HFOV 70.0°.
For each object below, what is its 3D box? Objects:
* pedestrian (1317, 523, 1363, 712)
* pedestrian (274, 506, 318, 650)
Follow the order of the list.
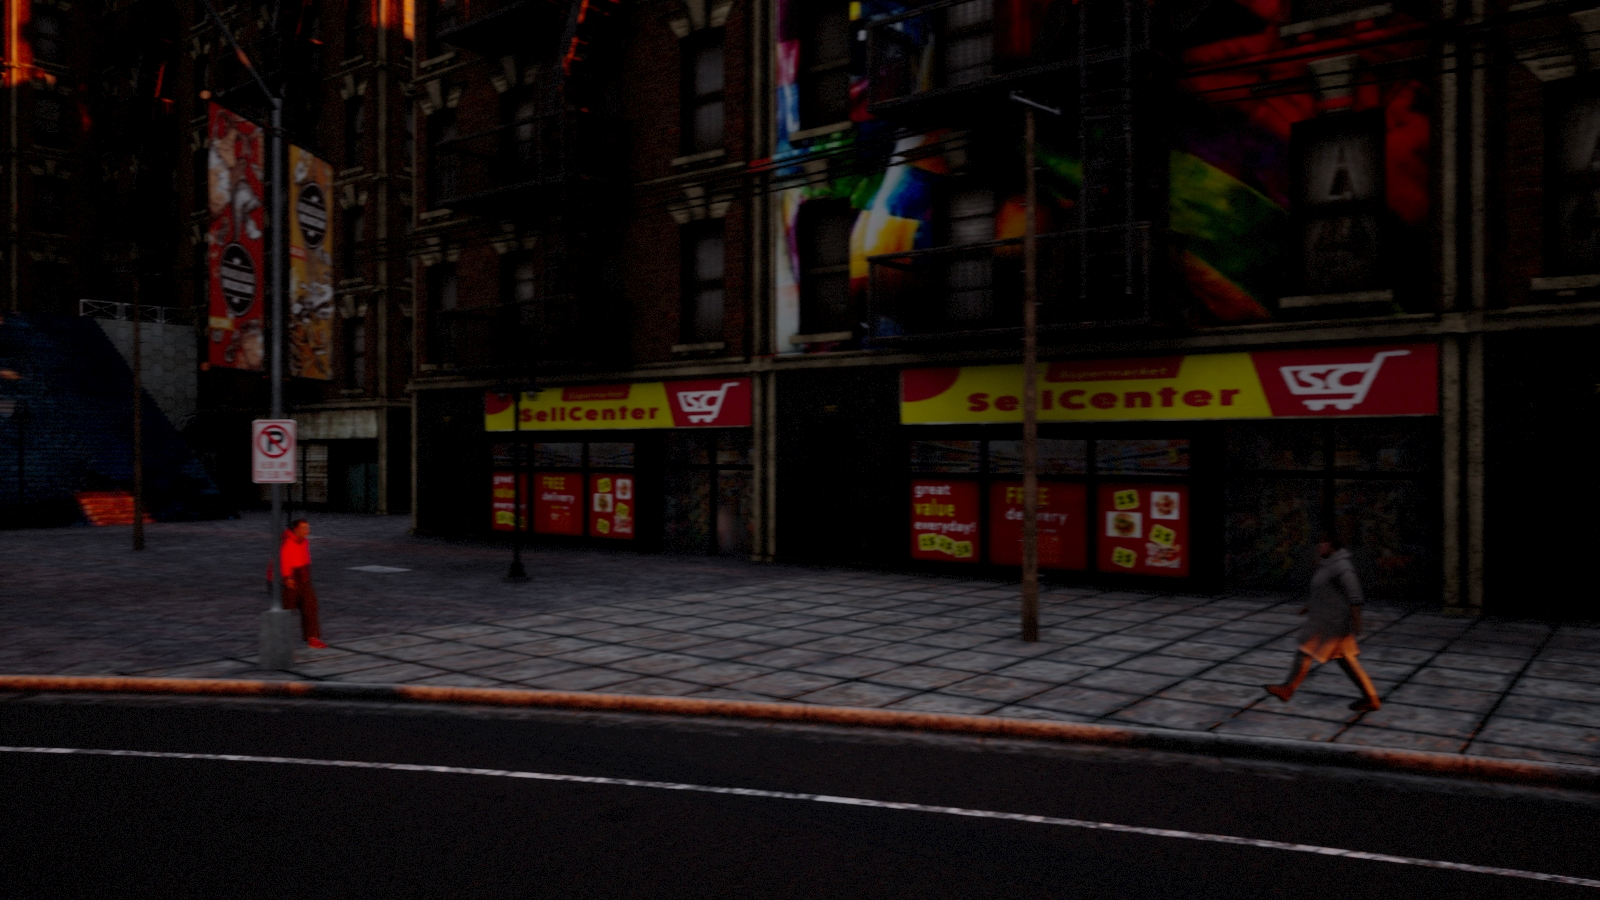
[{"bbox_3d":[5.500,1.690,11.648,0.375,1.860,0.375,0,0,16],"label":"pedestrian"},{"bbox_3d":[-6.706,1.691,15.207,0.375,1.860,0.375,0,0,20],"label":"pedestrian"}]
